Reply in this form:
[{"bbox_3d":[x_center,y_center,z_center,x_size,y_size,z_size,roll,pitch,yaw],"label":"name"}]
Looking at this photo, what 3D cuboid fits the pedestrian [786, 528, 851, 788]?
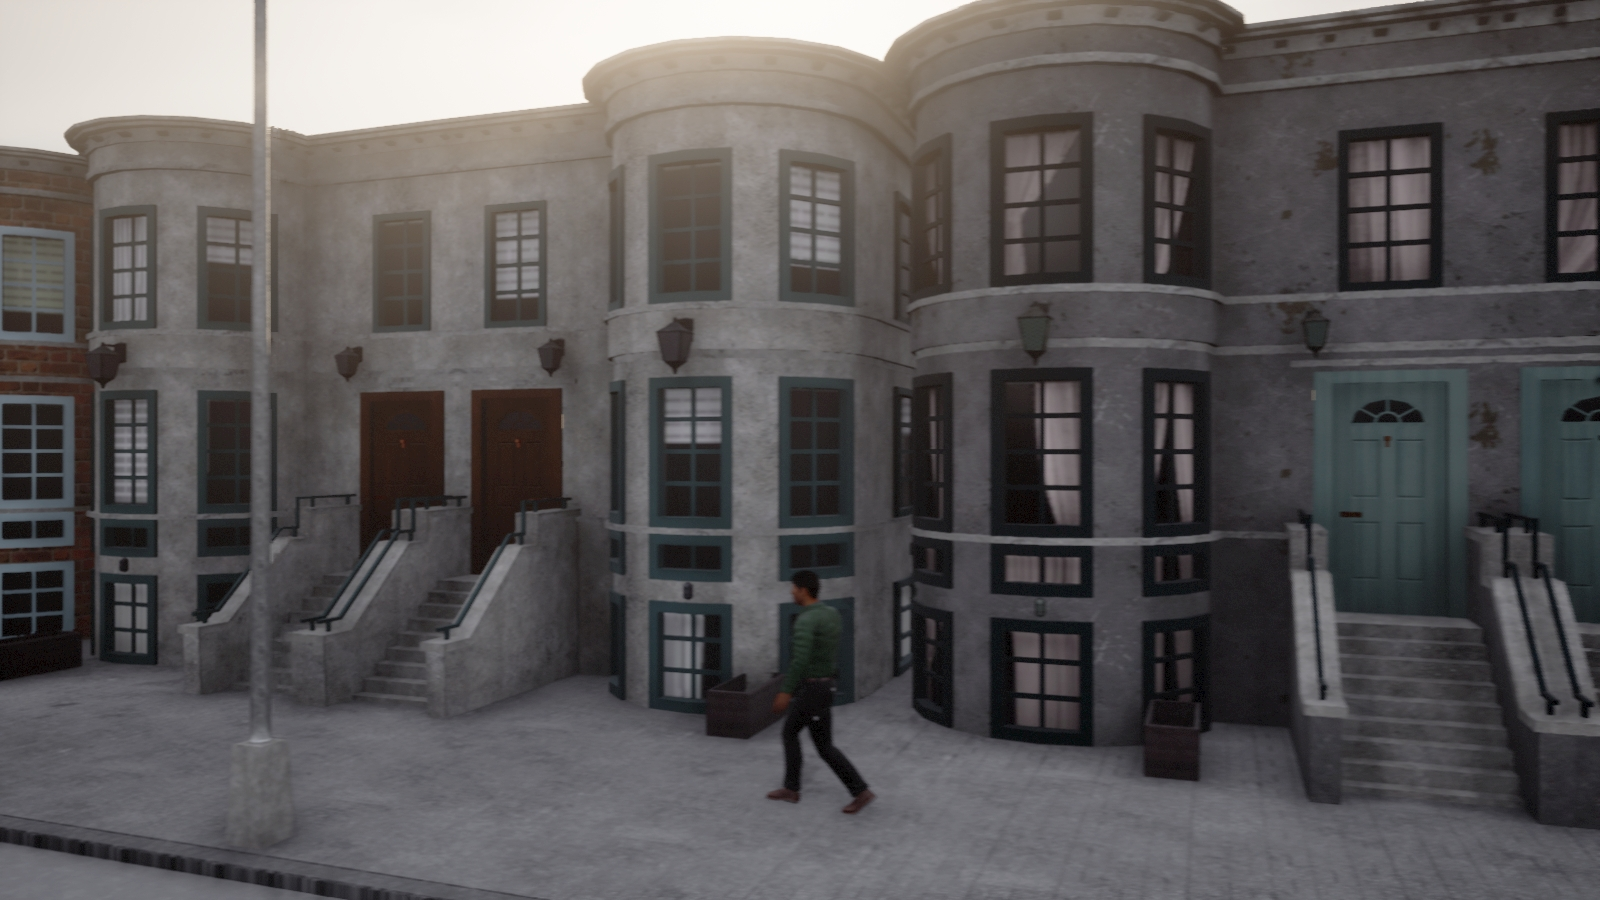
[{"bbox_3d":[0.140,1.526,8.534,0.375,1.860,0.375,0,0,22],"label":"pedestrian"}]
